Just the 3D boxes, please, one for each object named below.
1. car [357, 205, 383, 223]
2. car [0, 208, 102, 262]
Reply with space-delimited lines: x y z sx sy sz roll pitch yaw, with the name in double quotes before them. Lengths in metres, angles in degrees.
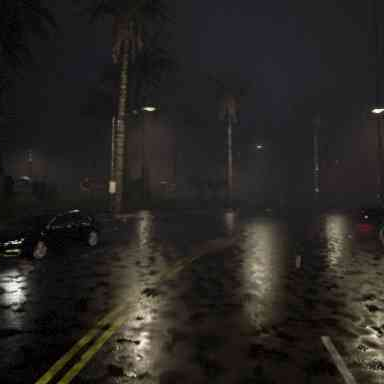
"car" 17.006 2.002 31.086 1.837 1.490 4.892 -1 -2 43
"car" -5.109 1.388 11.907 1.837 1.490 4.892 1 0 17
